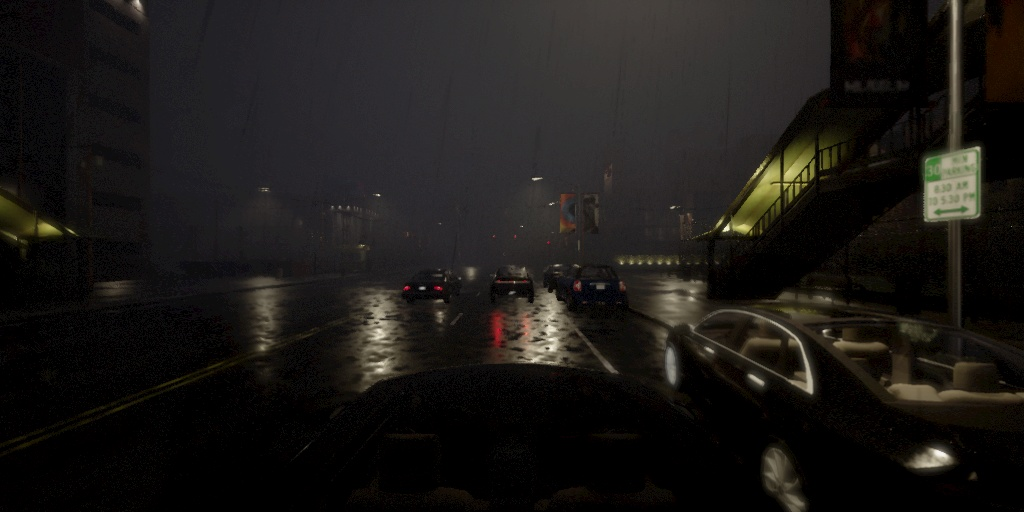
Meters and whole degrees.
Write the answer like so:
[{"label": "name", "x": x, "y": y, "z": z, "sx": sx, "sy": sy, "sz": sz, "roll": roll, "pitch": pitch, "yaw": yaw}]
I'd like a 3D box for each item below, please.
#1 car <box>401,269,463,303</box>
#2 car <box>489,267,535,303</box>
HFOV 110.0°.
[{"label": "car", "x": -3.500, "y": 1.310, "z": 16.497, "sx": 2.033, "sy": 1.411, "sz": 5.357, "roll": 0, "pitch": 0, "yaw": 0}, {"label": "car", "x": 0.000, "y": 1.242, "z": 16.497, "sx": 2.128, "sy": 1.511, "sz": 4.902, "roll": 0, "pitch": 0, "yaw": 0}]
